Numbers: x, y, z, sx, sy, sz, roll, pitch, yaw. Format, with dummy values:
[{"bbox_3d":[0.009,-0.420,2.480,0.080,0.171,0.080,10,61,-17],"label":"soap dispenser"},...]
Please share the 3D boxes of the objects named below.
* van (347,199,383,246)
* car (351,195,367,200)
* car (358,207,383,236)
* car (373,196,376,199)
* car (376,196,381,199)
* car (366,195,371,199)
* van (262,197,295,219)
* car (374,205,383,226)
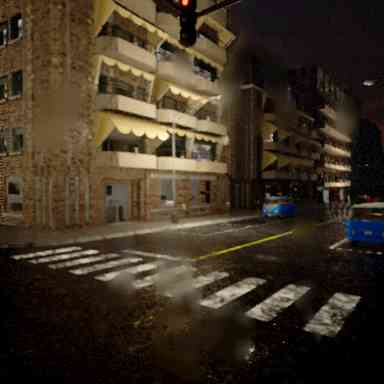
[{"bbox_3d":[8.016,1.383,14.631,1.690,1.788,3.998,-1,-1,35],"label":"van"},{"bbox_3d":[29.903,1.677,60.178,1.802,1.307,4.206,-1,0,35],"label":"car"},{"bbox_3d":[11.086,1.622,19.246,1.947,1.339,4.313,-1,-1,35],"label":"car"},{"bbox_3d":[36.317,1.671,69.214,1.887,1.381,4.507,-1,0,35],"label":"car"},{"bbox_3d":[45.840,1.696,82.629,1.752,1.417,4.829,-1,0,35],"label":"car"},{"bbox_3d":[33.109,1.425,64.697,2.192,1.841,5.009,-1,0,35],"label":"car"},{"bbox_3d":[7.455,1.323,28.554,1.690,1.788,3.998,-1,0,35],"label":"van"},{"bbox_3d":[14.292,1.655,23.764,1.802,1.307,4.206,-1,-1,35],"label":"car"}]
